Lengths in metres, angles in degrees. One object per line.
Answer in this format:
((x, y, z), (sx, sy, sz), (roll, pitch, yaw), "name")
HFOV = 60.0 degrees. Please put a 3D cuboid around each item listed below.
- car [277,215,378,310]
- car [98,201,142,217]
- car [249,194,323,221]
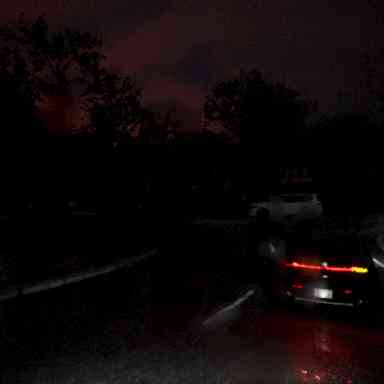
((3.258, 1.541, 8.061), (1.837, 1.490, 4.892), (0, 0, 23), "car")
((-7.038, 1.575, 32.243), (4.902, 1.511, 2.128), (1, 0, 33), "car")
((7.278, 1.161, 26.007), (5.566, 2.045, 2.150), (-1, 0, 10), "car")
